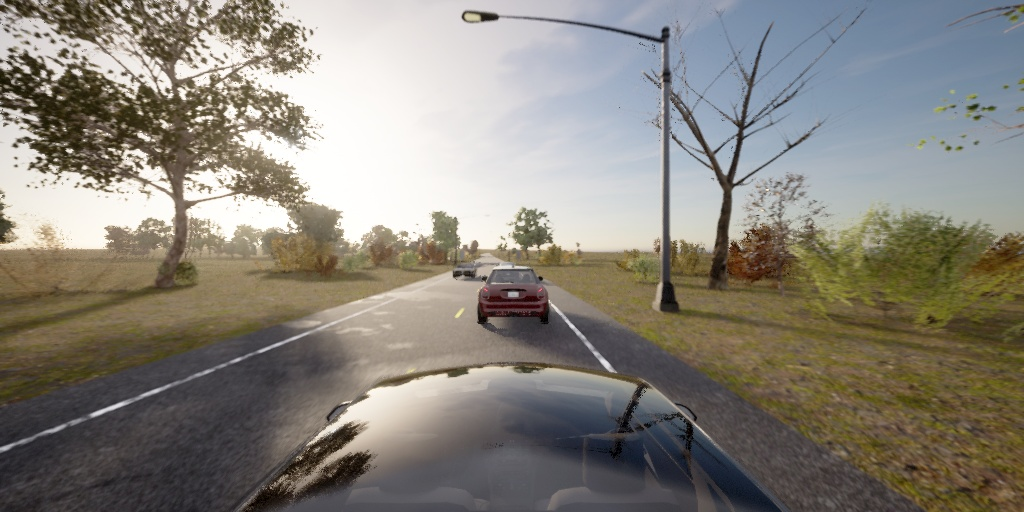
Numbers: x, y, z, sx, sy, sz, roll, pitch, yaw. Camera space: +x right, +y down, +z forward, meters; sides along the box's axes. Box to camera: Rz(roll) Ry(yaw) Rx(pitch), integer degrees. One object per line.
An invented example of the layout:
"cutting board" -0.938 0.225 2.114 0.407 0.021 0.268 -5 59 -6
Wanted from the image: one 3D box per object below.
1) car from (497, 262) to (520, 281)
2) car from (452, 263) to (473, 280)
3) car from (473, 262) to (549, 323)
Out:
"car" -0.381 1.257 30.568 1.812 1.442 4.674 0 0 -2
"car" -4.094 1.333 31.647 1.895 1.301 4.718 0 0 -2
"car" 0.017 1.098 12.187 2.097 1.767 4.553 0 0 -1
